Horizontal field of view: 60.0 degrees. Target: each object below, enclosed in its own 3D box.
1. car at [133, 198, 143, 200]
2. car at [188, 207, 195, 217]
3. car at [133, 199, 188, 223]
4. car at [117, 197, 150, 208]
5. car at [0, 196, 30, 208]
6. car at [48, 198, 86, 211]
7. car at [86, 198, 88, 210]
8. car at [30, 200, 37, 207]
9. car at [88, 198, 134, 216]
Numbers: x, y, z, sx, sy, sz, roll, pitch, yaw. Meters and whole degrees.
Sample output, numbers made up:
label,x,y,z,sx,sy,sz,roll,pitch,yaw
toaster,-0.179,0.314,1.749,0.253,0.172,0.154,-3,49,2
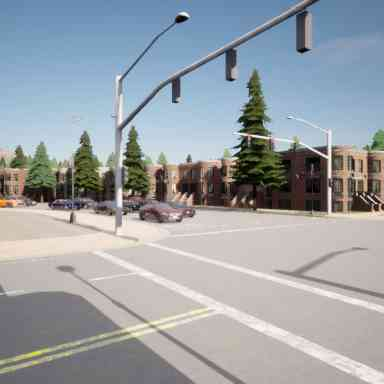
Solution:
label,x,y,z,sx,sy,sz,roll,pitch,yaw
car,-6.883,1.601,37.031,1.895,1.301,4.718,0,0,-41
car,-1.529,1.564,30.097,1.994,1.385,4.181,0,0,-37
car,-2.520,1.526,25.579,1.812,1.442,4.674,0,0,-35
car,-8.559,1.477,48.607,5.008,1.535,1.882,0,0,39
car,-25.395,1.352,46.290,4.553,1.767,2.097,0,0,22
car,-15.478,1.601,40.539,4.718,1.301,1.895,0,0,37
car,-14.230,1.492,43.868,4.902,1.511,2.128,0,0,36
car,-25.740,1.493,50.229,4.902,1.511,2.128,0,0,20
car,-8.191,1.547,33.265,2.033,1.411,5.357,0,0,-38
